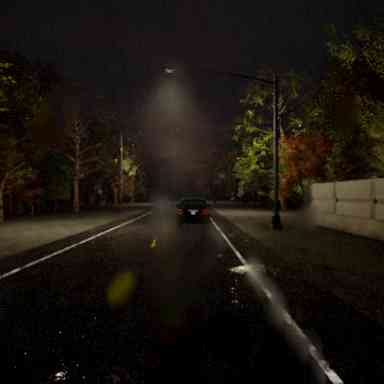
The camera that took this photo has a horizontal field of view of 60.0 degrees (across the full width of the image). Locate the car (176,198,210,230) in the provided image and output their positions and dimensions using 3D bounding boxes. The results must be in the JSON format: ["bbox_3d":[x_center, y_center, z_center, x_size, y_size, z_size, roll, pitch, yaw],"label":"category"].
[{"bbox_3d":[0.098,1.428,23.108,2.150,2.045,5.566,0,-1,0],"label":"car"}]

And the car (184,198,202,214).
[{"bbox_3d":[0.100,1.713,41.630,2.097,1.767,4.553,0,0,0],"label":"car"}]

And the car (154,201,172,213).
[{"bbox_3d":[-3.586,1.852,41.658,2.128,1.511,4.902,0,0,0],"label":"car"}]
